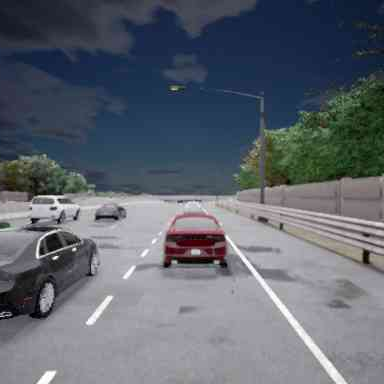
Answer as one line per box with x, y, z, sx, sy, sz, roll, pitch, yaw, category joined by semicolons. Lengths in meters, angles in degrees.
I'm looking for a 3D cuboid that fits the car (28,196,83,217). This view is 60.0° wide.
-10.396;1.317;25.514;2.150;2.045;5.566;0;0;0;car

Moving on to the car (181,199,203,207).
0.092;1.709;33.561;1.812;1.442;4.674;0;-1;0;car

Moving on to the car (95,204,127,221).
-6.895;1.690;28.645;1.994;1.385;4.181;0;-1;0;car

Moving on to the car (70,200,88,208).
-21.005;2.191;61.985;1.994;1.385;4.181;0;-1;0;car

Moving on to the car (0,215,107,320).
-3.499;1.503;7.336;1.837;1.490;4.892;0;0;0;car

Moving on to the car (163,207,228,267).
0.102;1.486;11.489;1.882;1.535;5.008;0;0;0;car
